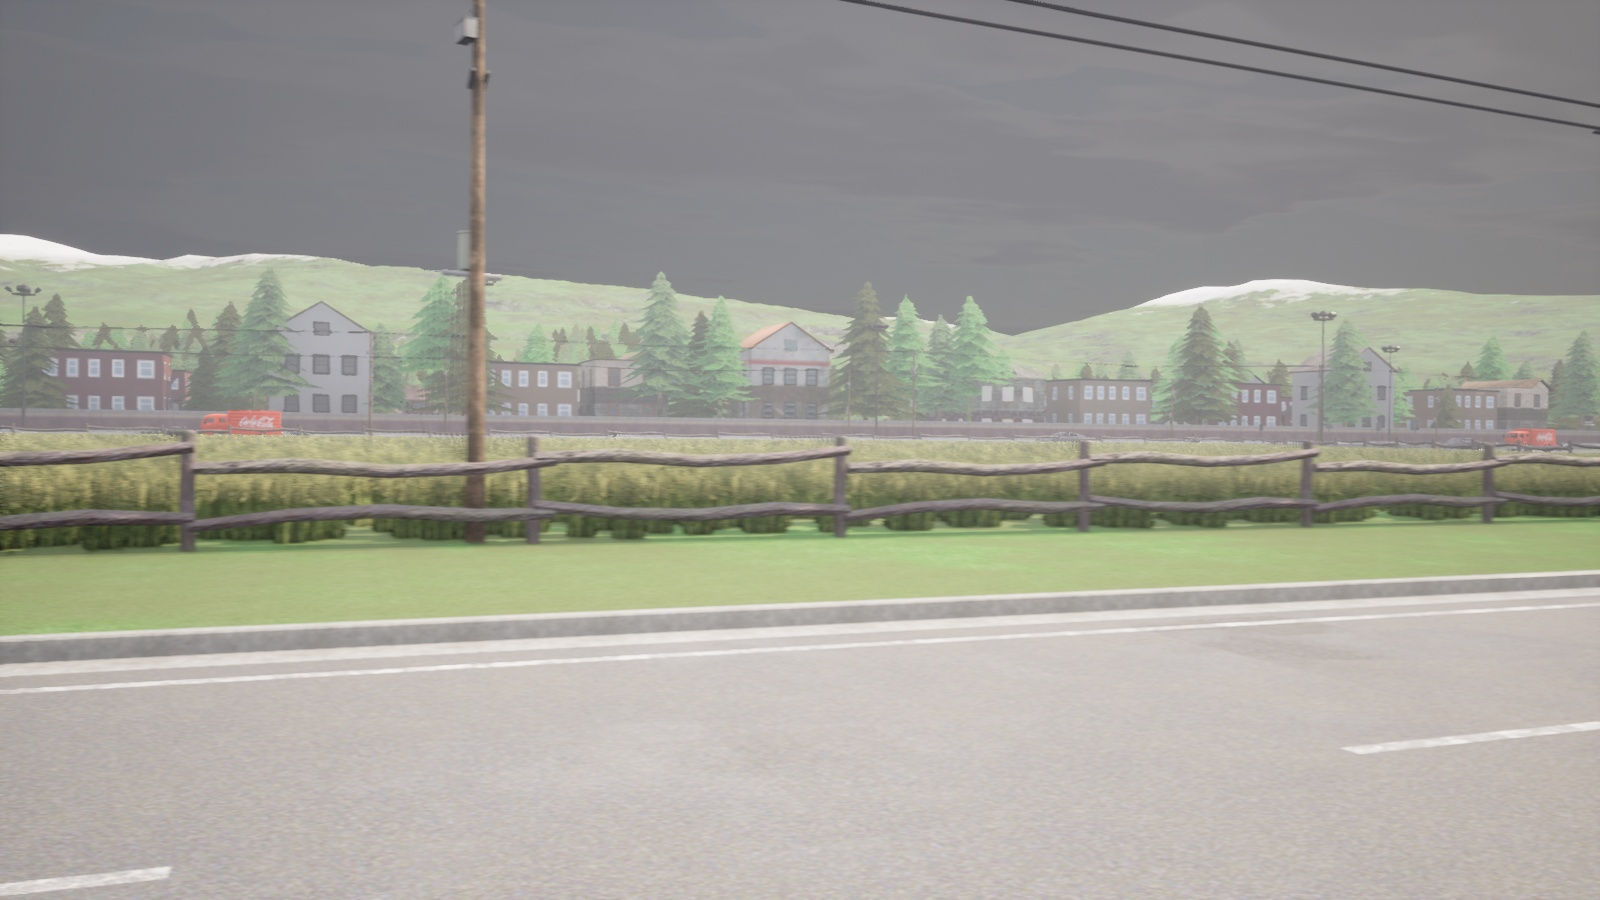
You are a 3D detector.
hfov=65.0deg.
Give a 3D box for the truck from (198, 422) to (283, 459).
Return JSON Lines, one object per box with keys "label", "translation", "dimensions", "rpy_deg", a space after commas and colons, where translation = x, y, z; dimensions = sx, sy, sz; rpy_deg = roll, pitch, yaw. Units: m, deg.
{"label": "truck", "translation": [-39.133, -0.700, 87.973], "dimensions": [5.204, 2.467, 2.627], "rpy_deg": [-1, 1, -21]}
